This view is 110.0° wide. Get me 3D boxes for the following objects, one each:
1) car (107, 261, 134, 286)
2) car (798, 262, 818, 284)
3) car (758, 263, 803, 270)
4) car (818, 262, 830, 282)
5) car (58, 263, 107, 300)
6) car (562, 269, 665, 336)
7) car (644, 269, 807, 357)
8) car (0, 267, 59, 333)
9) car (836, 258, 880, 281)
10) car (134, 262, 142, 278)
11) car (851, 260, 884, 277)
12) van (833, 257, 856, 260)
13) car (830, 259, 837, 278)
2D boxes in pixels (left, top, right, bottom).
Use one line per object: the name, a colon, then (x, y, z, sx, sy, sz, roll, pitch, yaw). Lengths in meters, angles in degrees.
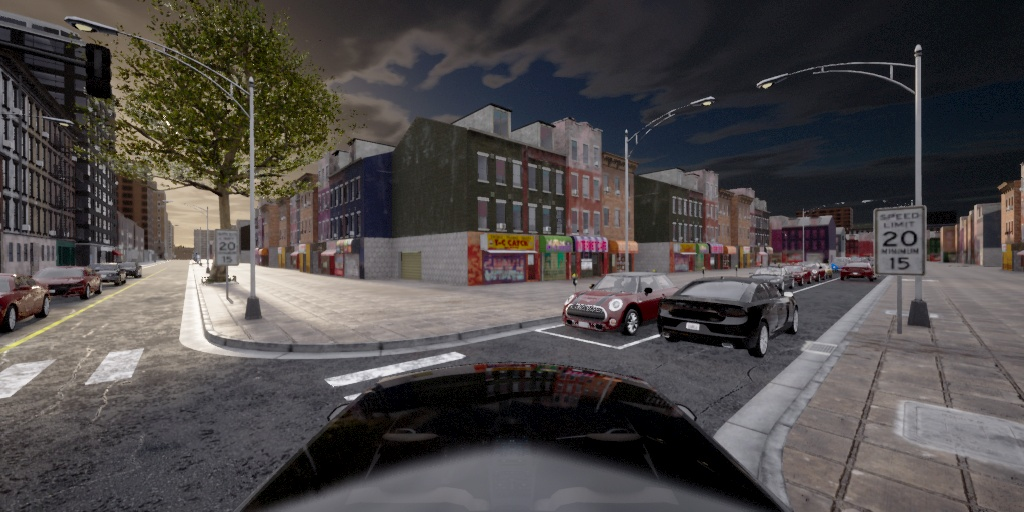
car: (-27.948, 1.234, 24.557, 2.128, 1.511, 4.902, 0, 0, -42)
car: (19.426, 1.283, 24.891, 4.507, 1.381, 1.888, 0, 0, -42)
car: (15.389, 1.292, 21.254, 4.403, 1.370, 2.007, 0, 0, -42)
car: (23.464, 1.175, 28.527, 4.097, 1.591, 1.967, 0, 0, -42)
car: (-21.258, 1.226, 17.079, 1.882, 1.535, 5.008, 0, 0, -42)
car: (3.277, 1.194, 10.344, 4.097, 1.591, 1.967, 0, 0, -42)
car: (5.390, 1.228, 8.698, 5.008, 1.535, 1.882, 0, 0, -42)
car: (-14.921, 1.235, 10.016, 1.882, 1.535, 5.008, 0, 0, -42)
car: (28.474, 1.207, 29.420, 5.008, 1.535, 1.882, 0, 0, -41)
car: (-34.864, 1.243, 32.340, 1.837, 1.490, 4.892, 0, 0, -41)
car: (35.987, 1.218, 36.251, 4.902, 1.511, 2.128, 0, 0, -42)
van: (39.613, 1.070, 43.075, 3.998, 1.789, 1.690, 0, 0, -42)
car: (27.375, 1.258, 32.051, 4.829, 1.417, 1.751, 0, 0, -42)
